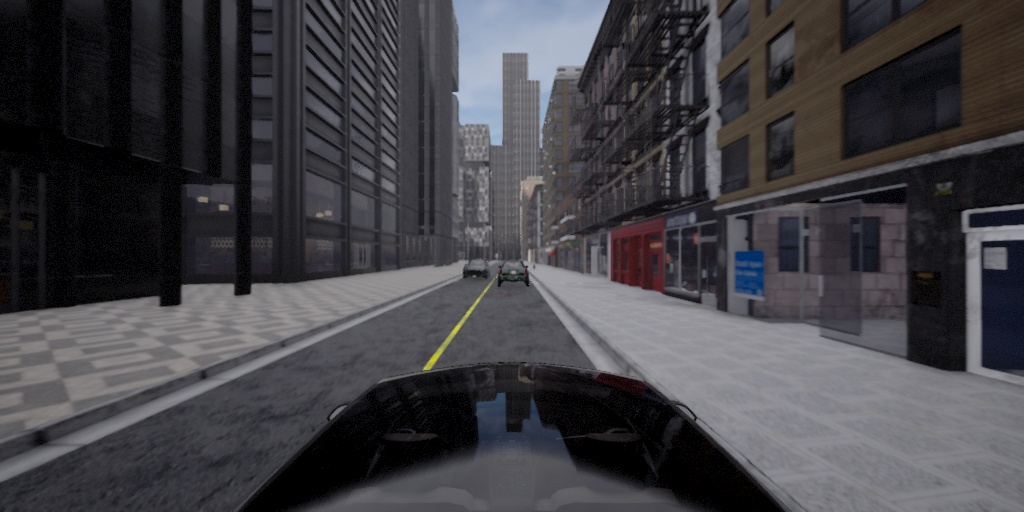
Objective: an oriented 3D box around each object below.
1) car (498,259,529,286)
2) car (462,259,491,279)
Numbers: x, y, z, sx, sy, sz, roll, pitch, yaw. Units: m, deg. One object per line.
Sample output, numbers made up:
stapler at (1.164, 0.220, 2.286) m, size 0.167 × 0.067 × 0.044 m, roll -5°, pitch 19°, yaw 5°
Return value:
car at (0.095, 1.068, 25.245) m, size 2.097 × 1.767 × 4.553 m, roll 0°, pitch 0°, yaw 0°
car at (-3.054, 1.063, 31.519) m, size 2.097 × 1.767 × 4.553 m, roll 0°, pitch 0°, yaw 0°
